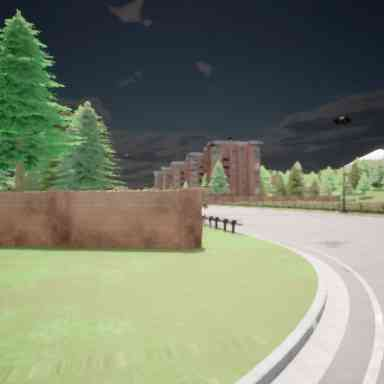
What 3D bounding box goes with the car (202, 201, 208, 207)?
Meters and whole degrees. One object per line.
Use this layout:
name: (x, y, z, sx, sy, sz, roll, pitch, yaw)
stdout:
car: (2.118, 2.765, 76.666, 1.882, 1.535, 5.008, 0, -1, -15)
